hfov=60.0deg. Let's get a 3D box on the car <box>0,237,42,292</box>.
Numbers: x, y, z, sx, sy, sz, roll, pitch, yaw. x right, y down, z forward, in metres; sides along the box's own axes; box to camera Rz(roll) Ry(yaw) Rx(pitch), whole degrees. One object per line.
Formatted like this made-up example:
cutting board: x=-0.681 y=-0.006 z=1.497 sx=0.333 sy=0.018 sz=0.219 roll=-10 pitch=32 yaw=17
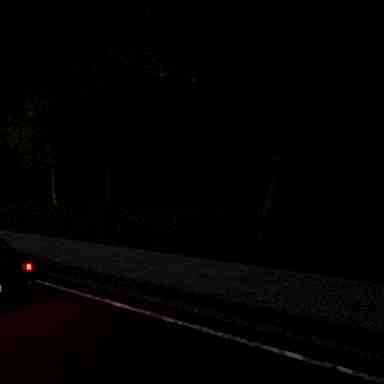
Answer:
car: x=-5.581 y=1.579 z=7.672 sx=4.718 sy=1.301 sz=1.895 roll=0 pitch=0 yaw=36
